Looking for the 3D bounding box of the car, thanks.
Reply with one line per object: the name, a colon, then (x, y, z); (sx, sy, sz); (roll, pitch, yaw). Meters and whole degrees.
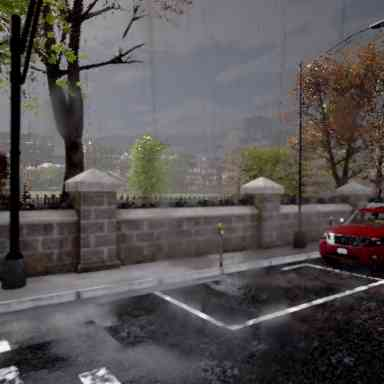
car: (6.424, 1.429, 11.145); (5.009, 1.841, 2.192); (1, -1, -35)
